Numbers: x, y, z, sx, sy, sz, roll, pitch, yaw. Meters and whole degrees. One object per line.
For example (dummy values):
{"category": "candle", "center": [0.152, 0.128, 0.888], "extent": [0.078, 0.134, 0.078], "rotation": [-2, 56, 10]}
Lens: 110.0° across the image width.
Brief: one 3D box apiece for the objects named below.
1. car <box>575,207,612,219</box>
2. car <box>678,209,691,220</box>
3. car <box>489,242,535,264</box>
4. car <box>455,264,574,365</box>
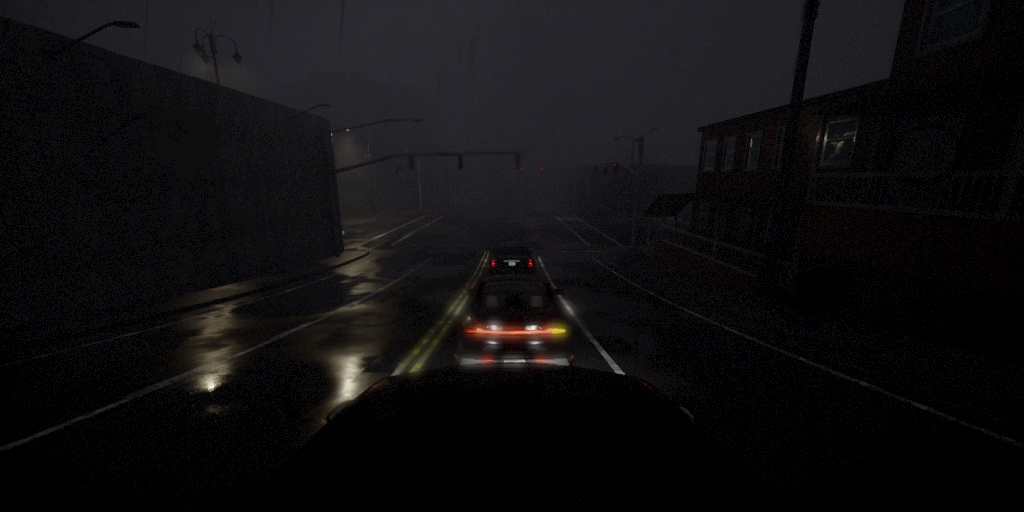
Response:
{"category": "car", "center": [10.536, -5.527, 46.213], "extent": [4.674, 1.442, 1.812], "rotation": [0, 12, 1]}
{"category": "car", "center": [23.985, -5.516, 46.066], "extent": [4.892, 1.490, 1.837], "rotation": [1, 12, 0]}
{"category": "car", "center": [0.010, 0.085, 17.463], "extent": [2.097, 1.767, 4.553], "rotation": [0, 7, 0]}
{"category": "car", "center": [0.051, 1.121, 7.212], "extent": [1.837, 1.490, 4.892], "rotation": [0, 2, 0]}
